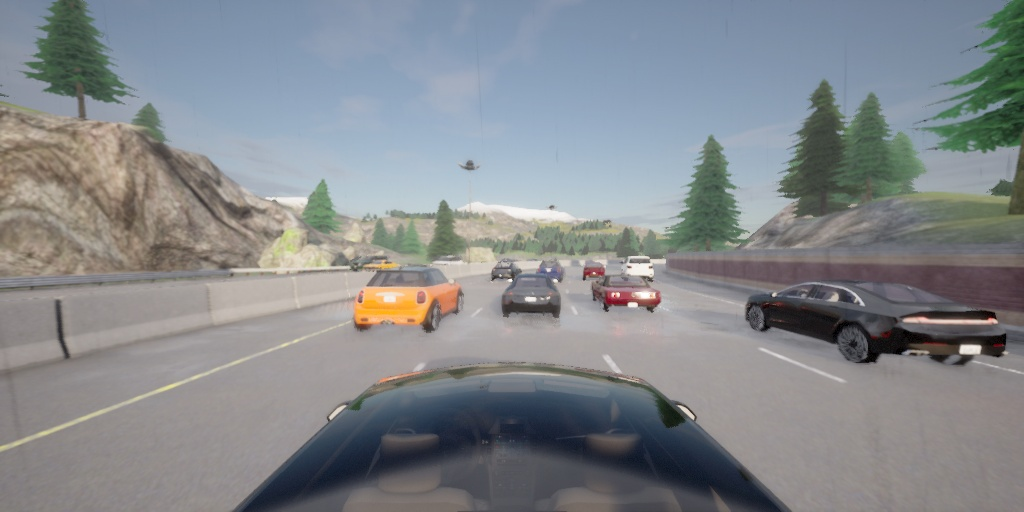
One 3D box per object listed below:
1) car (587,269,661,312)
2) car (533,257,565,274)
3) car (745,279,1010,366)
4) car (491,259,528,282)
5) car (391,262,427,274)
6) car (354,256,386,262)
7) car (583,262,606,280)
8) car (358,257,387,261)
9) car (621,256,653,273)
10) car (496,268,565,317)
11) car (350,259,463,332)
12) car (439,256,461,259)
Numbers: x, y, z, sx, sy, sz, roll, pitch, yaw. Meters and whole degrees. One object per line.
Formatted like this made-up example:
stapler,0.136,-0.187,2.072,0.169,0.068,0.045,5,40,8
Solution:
car,4.344,1.382,14.448,1.895,1.301,4.718,0,0,6
car,3.295,1.153,29.868,2.097,1.767,4.553,0,0,12
car,7.374,1.273,8.094,2.128,1.511,4.902,0,0,3
car,-0.371,1.281,29.534,2.128,1.511,4.902,0,0,11
car,-11.943,1.373,42.096,1.895,1.301,4.718,0,0,15
car,-18.113,0.983,45.933,2.150,2.045,5.566,0,0,17
car,7.428,1.294,32.353,1.882,1.535,5.008,0,0,13
car,-15.466,1.240,42.364,1.882,1.535,5.008,0,0,16
car,10.555,1.045,30.488,2.150,2.045,5.566,0,0,13
car,0.754,1.333,13.275,1.994,1.385,4.181,0,0,5
car,-2.921,1.107,11.116,2.097,1.767,4.553,0,0,4
car,-7.848,1.008,43.718,2.150,2.045,5.566,0,0,17
